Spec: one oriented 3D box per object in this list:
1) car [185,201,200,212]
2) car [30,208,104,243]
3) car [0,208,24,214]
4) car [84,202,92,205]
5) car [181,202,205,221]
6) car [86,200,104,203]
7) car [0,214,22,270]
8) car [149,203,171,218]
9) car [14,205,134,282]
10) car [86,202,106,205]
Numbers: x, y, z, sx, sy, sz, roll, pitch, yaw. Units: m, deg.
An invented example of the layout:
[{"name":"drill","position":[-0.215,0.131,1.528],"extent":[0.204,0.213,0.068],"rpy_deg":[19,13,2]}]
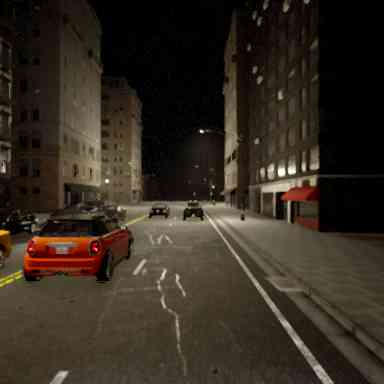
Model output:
[{"name":"car","position":[0.092,1.968,45.562],"extent":[1.895,1.301,4.718],"rpy_deg":[0,0,0]},{"name":"car","position":[-6.582,1.696,18.324],"extent":[2.033,1.411,5.357],"rpy_deg":[0,0,0]},{"name":"car","position":[-9.832,1.646,17.367],"extent":[1.837,1.490,4.892],"rpy_deg":[0,-1,0]},{"name":"car","position":[-9.748,1.784,26.601],"extent":[1.994,1.385,4.181],"rpy_deg":[0,0,0]},{"name":"car","position":[0.104,1.749,30.276],"extent":[1.837,1.490,4.892],"rpy_deg":[0,-1,0]},{"name":"car","position":[-9.748,1.616,32.833],"extent":[2.097,1.767,4.553],"rpy_deg":[0,0,0]},{"name":"car","position":[-6.591,1.546,8.363],"extent":[1.882,1.535,5.008],"rpy_deg":[0,0,0]},{"name":"car","position":[-3.149,1.815,33.122],"extent":[2.033,1.411,5.357],"rpy_deg":[0,0,0]},{"name":"car","position":[-3.150,1.435,10.189],"extent":[2.097,1.767,4.553],"rpy_deg":[0,-1,0]},{"name":"car","position":[-6.498,1.766,26.601],"extent":[2.033,1.411,5.357],"rpy_deg":[0,0,0]}]
